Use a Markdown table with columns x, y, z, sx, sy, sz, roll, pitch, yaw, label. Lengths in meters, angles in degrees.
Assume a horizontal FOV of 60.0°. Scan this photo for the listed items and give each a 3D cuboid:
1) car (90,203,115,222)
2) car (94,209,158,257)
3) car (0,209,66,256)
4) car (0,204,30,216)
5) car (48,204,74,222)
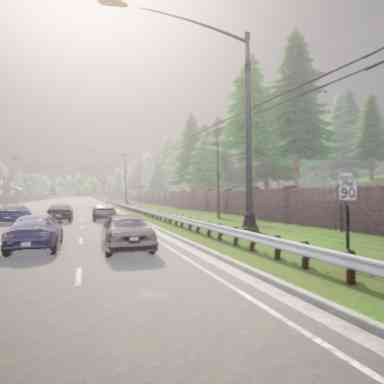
| x | y | z | sx | sy | sz | roll | pitch | yaw | label |
| --- | --- | --- | --- | --- | --- | --- | --- | --- | --- |
| -7.653 | 1.703 | 28.725 | 2.128 | 1.511 | 4.902 | -1 | 0 | -18 | car |
| -2.709 | 1.635 | 13.525 | 2.033 | 1.411 | 5.357 | -1 | 0 | -18 | car |
| -6.448 | 1.657 | 13.748 | 1.812 | 1.442 | 4.674 | -1 | 0 | -18 | car |
| -14.528 | 1.760 | 27.252 | 1.882 | 1.535 | 5.008 | -1 | 0 | -18 | car |
| -11.202 | 1.726 | 28.343 | 1.882 | 1.535 | 5.008 | -1 | 0 | -18 | car |
